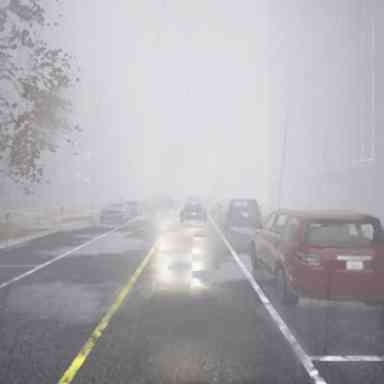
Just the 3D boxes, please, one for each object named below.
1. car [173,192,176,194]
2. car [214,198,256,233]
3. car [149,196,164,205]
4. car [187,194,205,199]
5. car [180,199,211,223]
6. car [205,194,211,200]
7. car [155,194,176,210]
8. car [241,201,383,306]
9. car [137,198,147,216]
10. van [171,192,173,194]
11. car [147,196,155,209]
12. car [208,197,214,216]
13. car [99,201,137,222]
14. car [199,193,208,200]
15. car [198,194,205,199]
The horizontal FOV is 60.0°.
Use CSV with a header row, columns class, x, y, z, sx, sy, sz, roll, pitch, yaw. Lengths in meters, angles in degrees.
class,x,y,z,sx,sy,sz,roll,pitch,yaw
car,-5.624,1.108,93.303,1.967,1.590,4.097,0,0,0
car,2.708,1.257,19.288,2.192,1.841,5.009,0,0,0
car,-5.651,1.375,53.459,2.008,1.369,4.403,0,0,0
car,0.129,1.221,41.168,2.097,1.767,4.553,0,0,0
car,0.118,1.488,25.137,1.994,1.385,4.181,0,0,0
car,2.733,1.369,59.133,1.947,1.339,4.313,0,0,0
car,-3.065,1.348,40.772,1.882,1.535,5.008,0,0,0
car,2.700,1.292,7.903,2.192,1.841,5.009,0,0,0
car,-5.667,1.472,30.691,1.947,1.339,4.313,0,0,0
van,-5.639,1.101,70.535,1.690,1.788,3.998,0,0,0
car,-5.659,1.448,42.073,1.802,1.307,4.206,0,0,0
car,2.714,1.430,30.842,1.752,1.417,4.829,0,0,0
car,-5.670,1.475,24.998,2.008,1.369,4.403,0,0,0
car,2.749,1.155,81.899,1.967,1.590,4.097,0,0,0
car,2.756,1.250,93.284,1.802,1.307,4.206,0,0,0
